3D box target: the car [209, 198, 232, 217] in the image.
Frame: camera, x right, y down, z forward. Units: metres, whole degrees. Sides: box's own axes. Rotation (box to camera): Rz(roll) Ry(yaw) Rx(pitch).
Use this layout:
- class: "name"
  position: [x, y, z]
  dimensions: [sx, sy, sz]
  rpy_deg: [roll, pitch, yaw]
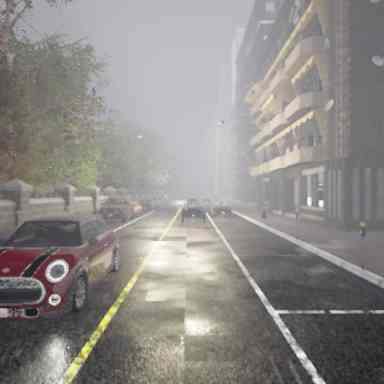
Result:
- class: "car"
  position: [2.707, 1.541, 31.073]
  dimensions: [2.008, 1.369, 4.403]
  rpy_deg: [0, 0, 0]

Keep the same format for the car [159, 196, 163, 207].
- class: "car"
  position: [-5.664, 1.431, 47.691]
  dimensions: [1.967, 1.590, 4.097]
  rpy_deg: [0, 0, 0]

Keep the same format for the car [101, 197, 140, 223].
- class: "car"
  position: [-5.674, 1.307, 25.536]
  dimensions: [2.192, 1.841, 5.009]
  rpy_deg: [0, 0, 0]

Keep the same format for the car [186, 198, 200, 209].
- class: "car"
  position: [0.124, 1.516, 45.671]
  dimensions: [1.812, 1.442, 4.674]
  rpy_deg: [0, 0, 0]

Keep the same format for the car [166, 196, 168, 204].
- class: "car"
  position: [-5.660, 1.518, 58.598]
  dimensions: [1.752, 1.417, 4.829]
  rpy_deg: [0, 0, 0]

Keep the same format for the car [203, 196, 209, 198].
- class: "car"
  position: [2.723, 1.545, 64.305]
  dimensions: [2.008, 1.369, 4.403]
  rpy_deg: [0, 0, 0]

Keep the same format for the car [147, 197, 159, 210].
- class: "car"
  position: [-5.668, 1.556, 42.152]
  dimensions: [1.947, 1.339, 4.313]
  rpy_deg: [0, 0, 0]

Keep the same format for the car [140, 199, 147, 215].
- class: "car"
  position: [-5.673, 1.516, 30.905]
  dimensions: [1.752, 1.417, 4.829]
  rpy_deg: [0, 0, 0]

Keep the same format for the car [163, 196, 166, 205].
- class: "car"
  position: [-5.662, 1.574, 53.230]
  dimensions: [1.802, 1.307, 4.206]
  rpy_deg: [0, 0, 0]

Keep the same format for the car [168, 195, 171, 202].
- class: "car"
  position: [-5.657, 1.435, 64.307]
  dimensions: [1.967, 1.590, 4.097]
  rpy_deg: [0, 0, 0]

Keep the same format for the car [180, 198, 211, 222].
- class: "car"
  position: [0.113, 1.484, 26.302]
  dimensions: [2.128, 1.511, 4.902]
  rpy_deg: [0, 0, 0]

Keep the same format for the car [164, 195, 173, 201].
- class: "car"
  position: [-5.779, 1.547, 80.923]
  dimensions: [1.887, 1.381, 4.507]
  rpy_deg: [0, 0, 0]

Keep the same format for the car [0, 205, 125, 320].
- class: "car"
  position: [-3.097, 1.349, 7.587]
  dimensions: [2.097, 1.767, 4.553]
  rpy_deg: [0, 0, 0]
